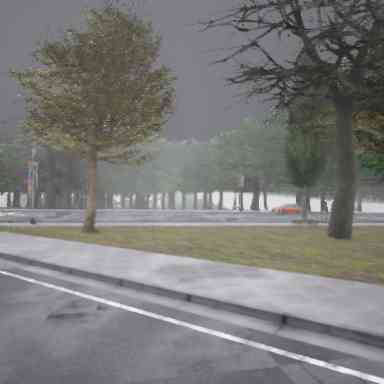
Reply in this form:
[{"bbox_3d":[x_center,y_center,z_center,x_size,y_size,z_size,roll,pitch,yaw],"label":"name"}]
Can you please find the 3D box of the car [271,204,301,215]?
[{"bbox_3d":[14.479,2.569,50.838,4.553,1.767,2.097,1,0,-11],"label":"car"}]
